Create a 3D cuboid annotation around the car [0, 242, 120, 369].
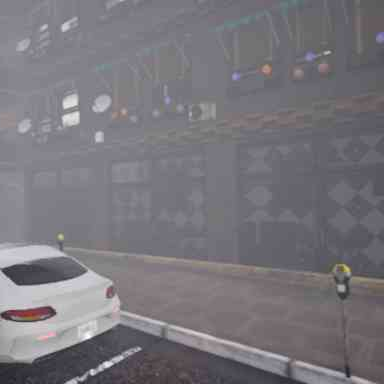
[{"bbox_3d":[-3.205,1.590,5.566,4.674,1.442,1.812,-1,0,35],"label":"car"}]
